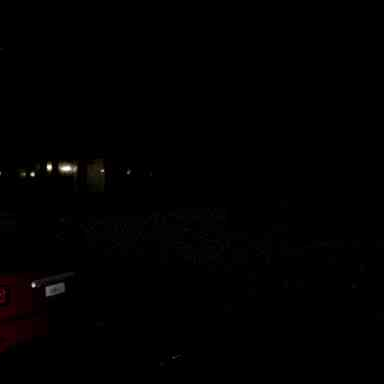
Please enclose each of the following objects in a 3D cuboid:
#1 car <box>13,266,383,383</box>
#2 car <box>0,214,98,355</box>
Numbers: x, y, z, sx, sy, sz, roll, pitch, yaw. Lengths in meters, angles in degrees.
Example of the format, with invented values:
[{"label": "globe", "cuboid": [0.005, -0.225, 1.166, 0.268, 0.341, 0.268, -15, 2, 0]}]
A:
[{"label": "car", "cuboid": [0.830, 1.544, 2.381, 4.507, 1.381, 1.887, 0, 0, 36]}, {"label": "car", "cuboid": [-3.668, 1.308, 5.590, 5.009, 1.841, 2.192, 0, 0, 36]}]
